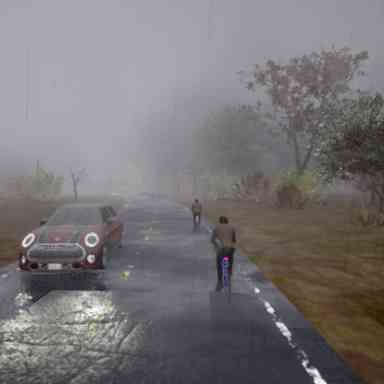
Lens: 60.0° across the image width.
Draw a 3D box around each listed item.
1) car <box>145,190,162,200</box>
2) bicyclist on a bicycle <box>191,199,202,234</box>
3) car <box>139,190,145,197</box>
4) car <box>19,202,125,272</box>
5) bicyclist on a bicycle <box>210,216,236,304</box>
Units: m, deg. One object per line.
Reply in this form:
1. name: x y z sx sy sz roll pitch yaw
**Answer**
1. car: -6.331 0.372 56.794 2.097 1.767 4.553 0 1 -12
2. bicyclist on a bicycle: 0.240 1.171 15.923 0.582 1.620 1.656 0 1 -4
3. car: -10.574 0.225 73.208 1.882 1.535 5.008 0 1 -17
4. car: -3.406 1.170 10.269 2.097 1.767 4.553 0 1 -3
5. bicyclist on a bicycle: 0.666 1.330 6.849 0.582 1.620 1.656 0 1 -2
